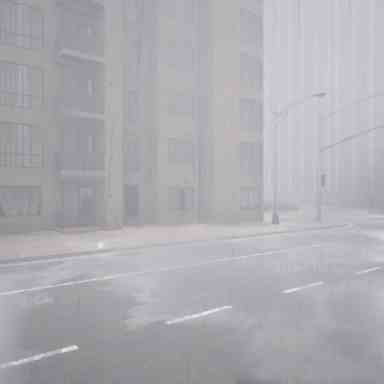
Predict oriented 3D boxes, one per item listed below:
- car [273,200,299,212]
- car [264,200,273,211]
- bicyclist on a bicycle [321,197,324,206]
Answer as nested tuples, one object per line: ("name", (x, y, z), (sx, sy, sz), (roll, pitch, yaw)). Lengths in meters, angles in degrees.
("car", (10.144, 1.564, 38.302), (1.994, 1.385, 4.181), (0, 0, -34))
("car", (6.193, 1.547, 37.873), (2.033, 1.411, 5.357), (0, 0, -34))
("bicyclist on a bicycle", (18.319, 1.301, 47.564), (1.656, 1.620, 0.582), (0, 0, -34))
